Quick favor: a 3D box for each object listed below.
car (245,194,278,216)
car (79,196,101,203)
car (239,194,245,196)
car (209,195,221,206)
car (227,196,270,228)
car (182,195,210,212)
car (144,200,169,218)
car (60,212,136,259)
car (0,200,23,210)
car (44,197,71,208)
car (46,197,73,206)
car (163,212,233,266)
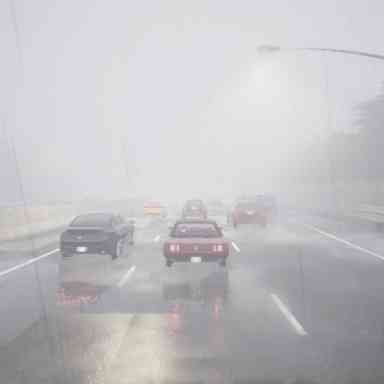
[{"bbox_3d":[7.015,1.244,33.088,2.150,2.045,5.566,0,0,2],"label":"car"},{"bbox_3d":[-13.823,1.400,45.180,2.097,1.767,4.553,0,0,1],"label":"car"},{"bbox_3d":[7.273,1.273,44.963,2.150,2.045,5.566,0,0,1],"label":"car"},{"bbox_3d":[3.882,1.644,56.744,1.994,1.385,4.181,0,0,1],"label":"car"},{"bbox_3d":[3.575,1.359,22.523,2.097,1.767,4.553,0,0,0],"label":"car"},{"bbox_3d":[0.217,1.368,29.191,2.097,1.767,4.553,0,0,0],"label":"car"},{"bbox_3d":[-3.272,1.496,30.947,1.882,1.535,5.008,0,0,0],"label":"car"},{"bbox_3d":[-3.370,1.505,12.617,1.837,1.490,4.892,0,0,0],"label":"car"},{"bbox_3d":[-24.331,1.646,43.762,1.895,1.301,4.718,0,0,1],"label":"car"},{"bbox_3d":[-20.737,1.557,51.577,2.128,1.511,4.902,0,0,1],"label":"car"},{"bbox_3d":[-17.346,1.646,43.658,1.895,1.301,4.718,0,0,1],"label":"car"},{"bbox_3d":[0.126,1.601,11.543,1.895,1.301,4.718,0,0,0],"label":"car"}]
